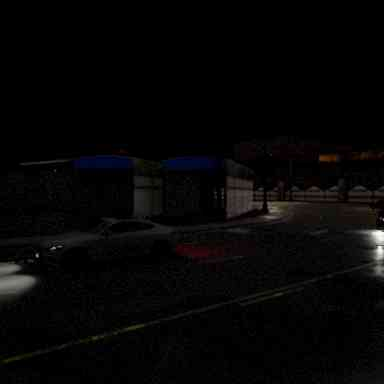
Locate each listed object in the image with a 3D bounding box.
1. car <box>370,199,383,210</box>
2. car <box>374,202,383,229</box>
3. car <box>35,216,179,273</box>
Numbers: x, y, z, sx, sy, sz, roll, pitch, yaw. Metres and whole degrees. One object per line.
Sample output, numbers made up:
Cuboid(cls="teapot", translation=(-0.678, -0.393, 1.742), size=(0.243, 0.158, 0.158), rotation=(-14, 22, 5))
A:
Cuboid(cls="car", translation=(26.500, 1.721, 45.592), size=(1.882, 1.535, 5.008), rotation=(0, 0, -4))
Cuboid(cls="car", translation=(13.361, 1.646, 21.940), size=(1.812, 1.442, 4.674), rotation=(0, 0, 32))
Cuboid(cls="car", translation=(-2.585, 1.548, 10.952), size=(4.674, 1.442, 1.812), rotation=(0, 0, -38))
